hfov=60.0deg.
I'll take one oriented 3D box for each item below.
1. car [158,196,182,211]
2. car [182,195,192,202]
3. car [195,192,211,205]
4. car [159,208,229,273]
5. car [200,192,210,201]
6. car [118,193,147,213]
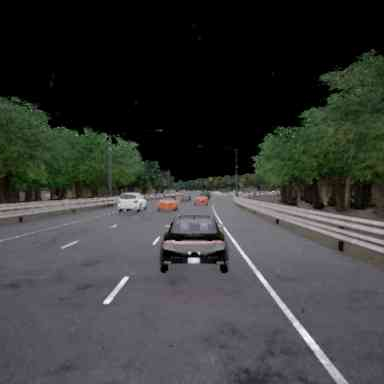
[{"bbox_3d":[-2.629,1.249,38.097,2.097,1.767,4.553,0,0,2],"label":"car"},{"bbox_3d":[-1.052,1.260,67.196,2.128,1.511,4.902,0,0,4],"label":"car"},{"bbox_3d":[1.561,1.191,54.283,2.097,1.767,4.553,0,0,3],"label":"car"},{"bbox_3d":[0.076,1.470,10.603,2.128,1.511,4.902,0,0,1],"label":"car"},{"bbox_3d":[2.996,0.942,76.182,2.150,2.045,5.566,0,0,4],"label":"car"},{"bbox_3d":[-6.273,1.124,35.350,2.150,2.045,5.566,0,0,2],"label":"car"}]
